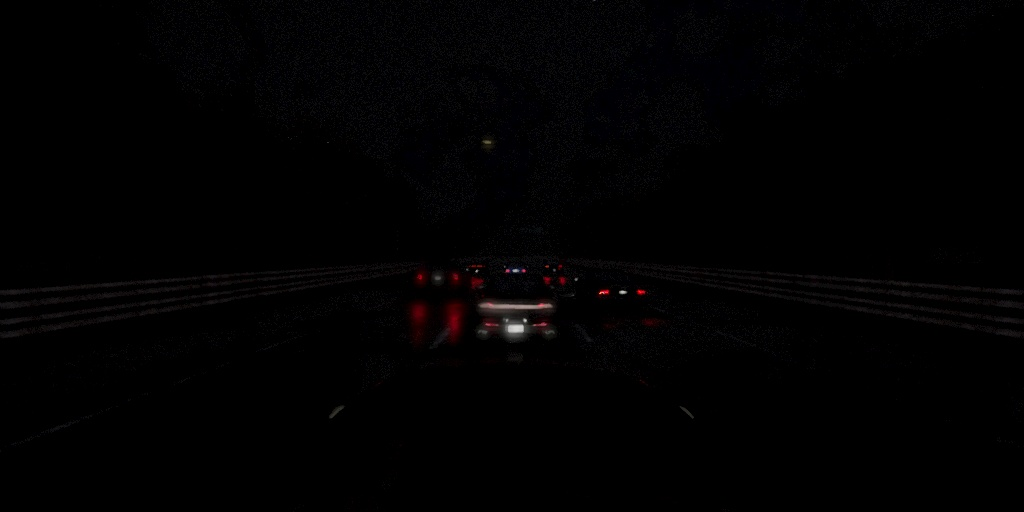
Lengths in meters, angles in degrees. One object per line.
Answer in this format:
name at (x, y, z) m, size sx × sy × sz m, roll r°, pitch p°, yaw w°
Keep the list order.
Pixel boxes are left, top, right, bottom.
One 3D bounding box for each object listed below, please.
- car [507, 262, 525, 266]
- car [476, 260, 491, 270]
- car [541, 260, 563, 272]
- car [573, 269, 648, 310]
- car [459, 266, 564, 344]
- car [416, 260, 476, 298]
car at (0.325, 1.154, 29.354) m, size 2.033 × 1.411 × 5.357 m, roll 0°, pitch 0°, yaw 1°
car at (-3.124, 1.084, 34.399) m, size 1.837 × 1.490 × 4.892 m, roll 0°, pitch 0°, yaw 1°
car at (3.883, 1.103, 34.998) m, size 1.812 × 1.442 × 4.674 m, roll 0°, pitch 0°, yaw 1°
car at (3.694, 1.233, 14.318) m, size 2.033 × 1.411 × 5.357 m, roll 0°, pitch 0°, yaw 1°
car at (0.123, 1.202, 9.462) m, size 2.128 × 1.511 × 4.902 m, roll 0°, pitch 0°, yaw 1°
car at (-3.269, 1.017, 18.036) m, size 2.097 × 1.767 × 4.553 m, roll 0°, pitch 0°, yaw 1°
